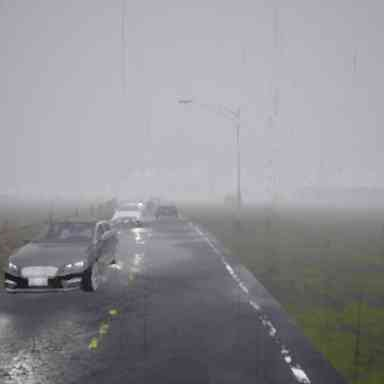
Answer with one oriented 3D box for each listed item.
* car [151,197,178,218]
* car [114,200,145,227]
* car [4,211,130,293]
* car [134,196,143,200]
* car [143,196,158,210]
[{"bbox_3d":[-2.412,1.500,30.174,1.882,1.535,5.008,0,0,-9],"label":"car"},{"bbox_3d":[-4.371,1.552,23.190,1.812,1.442,4.674,0,0,-6],"label":"car"},{"bbox_3d":[-3.176,1.510,9.017,2.128,1.511,4.902,0,0,-3],"label":"car"},{"bbox_3d":[-10.659,1.526,67.400,2.128,1.511,4.902,0,0,-3],"label":"car"},{"bbox_3d":[-4.995,1.363,44.264,2.097,1.767,4.553,0,0,-10],"label":"car"}]
